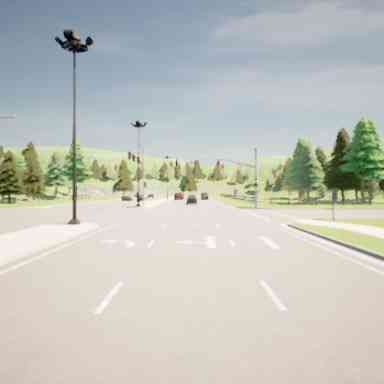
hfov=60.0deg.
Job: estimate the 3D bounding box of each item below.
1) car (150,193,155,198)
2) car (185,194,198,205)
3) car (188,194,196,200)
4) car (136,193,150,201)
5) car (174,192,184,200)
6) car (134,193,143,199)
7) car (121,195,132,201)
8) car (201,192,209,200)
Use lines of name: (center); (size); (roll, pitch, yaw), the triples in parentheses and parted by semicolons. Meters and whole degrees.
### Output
car: (-11.435, 1.057, 92.847); (1.837, 1.490, 4.892); (0, 0, 1)
car: (-0.031, 1.415, 57.129); (1.837, 1.490, 4.892); (0, 0, 0)
car: (-0.007, 1.338, 88.148); (1.882, 1.535, 5.008); (0, 0, 1)
car: (-11.541, 1.422, 76.257); (2.033, 1.411, 5.357); (0, 0, 0)
car: (-3.511, 1.084, 87.763); (2.150, 2.045, 5.566); (0, 0, 1)
car: (-14.935, 1.109, 92.917); (1.994, 1.385, 4.181); (0, 0, 1)
car: (-15.042, 1.435, 76.457); (1.994, 1.385, 4.181); (0, 0, 0)
car: (3.489, 1.399, 87.734); (2.033, 1.411, 5.357); (0, 0, 1)
